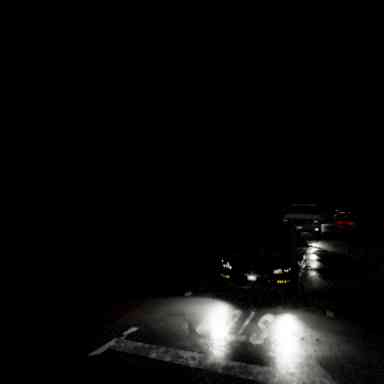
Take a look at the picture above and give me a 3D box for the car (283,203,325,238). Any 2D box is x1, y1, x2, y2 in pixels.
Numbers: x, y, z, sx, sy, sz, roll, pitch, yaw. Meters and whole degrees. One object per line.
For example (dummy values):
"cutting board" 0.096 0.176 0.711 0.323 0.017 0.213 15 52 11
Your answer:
"car" 7.292 1.750 21.689 2.150 2.045 5.566 0 -1 23

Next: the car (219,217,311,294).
"car" 2.215 1.668 9.483 1.837 1.490 4.892 0 -1 22

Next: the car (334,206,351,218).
"car" 22.021 2.874 48.839 2.128 1.511 4.902 0 -2 23

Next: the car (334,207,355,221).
"car" 18.018 2.589 39.192 2.128 1.511 4.902 0 -2 23

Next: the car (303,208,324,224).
"car" 12.787 2.462 34.849 1.812 1.442 4.674 0 -2 23
